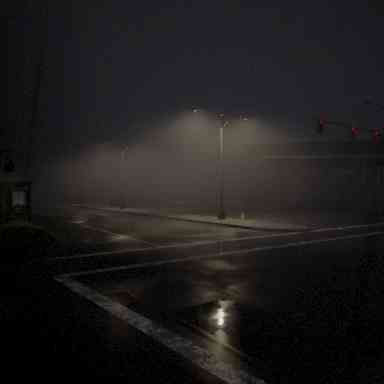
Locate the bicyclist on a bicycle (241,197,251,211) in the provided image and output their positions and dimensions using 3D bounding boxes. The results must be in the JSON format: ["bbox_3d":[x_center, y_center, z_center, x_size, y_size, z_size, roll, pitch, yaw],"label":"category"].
[{"bbox_3d":[6.331,1.430,39.760,1.656,1.620,0.582,-6,-7,-37],"label":"bicyclist on a bicycle"}]

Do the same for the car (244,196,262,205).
[{"bbox_3d":[10.877,1.477,58.954,1.882,1.535,5.008,0,0,31],"label":"car"}]

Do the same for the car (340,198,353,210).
[{"bbox_3d":[18.173,1.456,42.041,1.970,1.475,3.806,0,0,-35],"label":"car"}]

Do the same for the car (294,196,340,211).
[{"bbox_3d":[13.908,1.295,38.118,2.242,1.667,4.611,0,0,-35],"label":"car"}]

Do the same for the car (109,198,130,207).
[{"bbox_3d":[-11.077,1.564,50.732,1.994,1.385,4.181,0,0,-35],"label":"car"}]
